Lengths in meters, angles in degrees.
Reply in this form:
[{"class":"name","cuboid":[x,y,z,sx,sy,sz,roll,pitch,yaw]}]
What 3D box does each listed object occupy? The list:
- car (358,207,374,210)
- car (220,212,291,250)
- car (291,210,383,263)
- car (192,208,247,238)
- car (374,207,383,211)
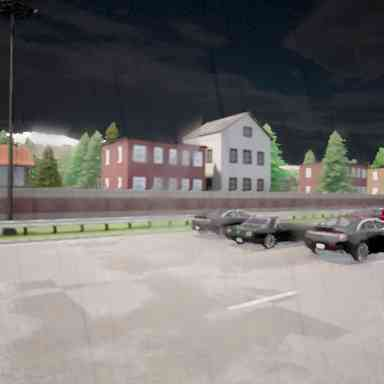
[{"class":"car","cuboid":[14.752,1.916,27.231,4.181,1.385,1.994,1,0,-35]},{"class":"car","cuboid":[3.807,1.750,15.134,4.718,1.301,1.895,1,-1,-35]},{"class":"car","cuboid":[6.328,1.649,12.629,4.902,1.511,2.128,1,0,-35]},{"class":"car","cuboid":[2.273,1.649,18.335,4.902,1.511,2.128,1,0,-35]},{"class":"car","cuboid":[15.581,1.556,23.540,5.566,2.045,2.150,1,0,-35]}]
